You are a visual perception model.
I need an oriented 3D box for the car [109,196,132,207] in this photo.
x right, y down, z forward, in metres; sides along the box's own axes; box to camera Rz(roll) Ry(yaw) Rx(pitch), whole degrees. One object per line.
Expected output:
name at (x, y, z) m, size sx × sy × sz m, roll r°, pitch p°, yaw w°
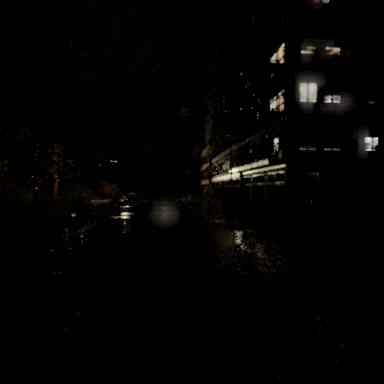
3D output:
car at (-9.747, 1.250, 44.628) m, size 2.033 × 1.411 × 5.357 m, roll 0°, pitch 0°, yaw -4°

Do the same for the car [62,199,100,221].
car at (-8.284, 1.303, 25.210) m, size 2.128 × 1.511 × 4.902 m, roll 0°, pitch 0°, yaw -4°
